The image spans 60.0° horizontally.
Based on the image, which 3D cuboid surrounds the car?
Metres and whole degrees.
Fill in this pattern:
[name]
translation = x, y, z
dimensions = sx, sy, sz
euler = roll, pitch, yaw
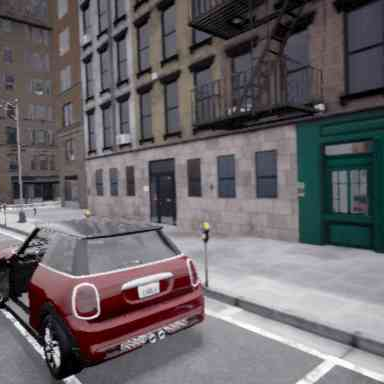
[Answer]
[car]
translation = -1.933, 1.233, 5.716
dimensions = 2.097, 1.767, 4.553
euler = -4, 2, -41
